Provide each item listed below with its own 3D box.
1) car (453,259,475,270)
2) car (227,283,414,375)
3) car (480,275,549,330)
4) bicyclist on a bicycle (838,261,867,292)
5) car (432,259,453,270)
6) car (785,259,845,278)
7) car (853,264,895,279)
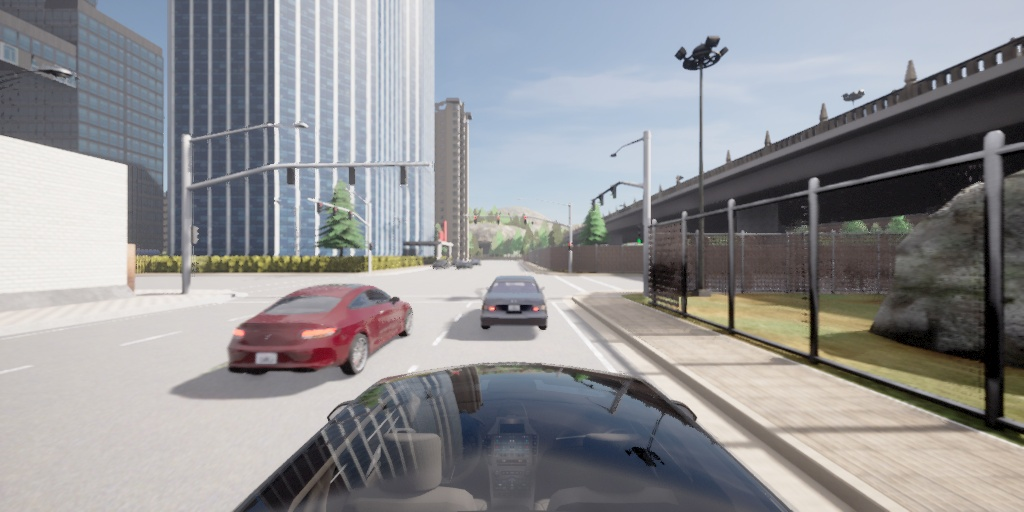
[{"bbox_3d":[-7.079,1.328,53.398,1.994,1.385,4.181,0,0,0],"label":"car"},{"bbox_3d":[-3.441,1.277,7.351,1.812,1.442,4.674,0,0,0],"label":"car"},{"bbox_3d":[0.094,1.299,11.165,2.033,1.411,5.357,0,0,1],"label":"car"},{"bbox_3d":[18.297,1.112,19.306,0.582,1.620,1.656,0,0,0],"label":"bicyclist on a bicycle"},{"bbox_3d":[-10.578,1.269,53.481,1.837,1.490,4.892,0,0,0],"label":"car"},{"bbox_3d":[28.424,1.167,33.806,4.553,1.767,2.097,0,0,0],"label":"car"},{"bbox_3d":[32.069,1.362,30.315,5.357,1.411,2.033,0,0,0],"label":"car"}]
